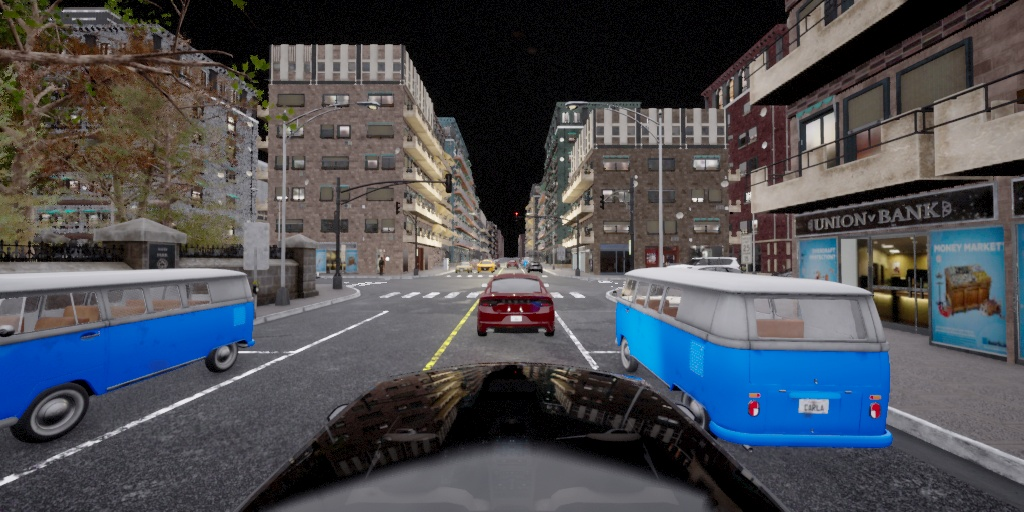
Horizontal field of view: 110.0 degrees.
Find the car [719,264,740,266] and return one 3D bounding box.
[{"bbox_3d":[13.533,1.333,22.755,4.313,1.339,1.948,0,0,1],"label":"car"}]

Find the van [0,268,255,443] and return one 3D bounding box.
[{"bbox_3d":[-5.656,1.092,5.021,1.690,1.789,3.998,0,0,0],"label":"van"}]

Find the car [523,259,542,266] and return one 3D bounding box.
[{"bbox_3d":[2.690,1.331,42.967,1.948,1.339,4.313,0,0,0],"label":"car"}]

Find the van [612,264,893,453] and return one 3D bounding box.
[{"bbox_3d":[2.658,1.092,5.020,1.690,1.789,3.998,0,0,0],"label":"van"}]

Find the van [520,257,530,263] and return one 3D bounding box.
[{"bbox_3d":[2.689,1.114,59.894,1.690,1.789,3.998,0,0,0],"label":"van"}]

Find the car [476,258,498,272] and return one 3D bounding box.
[{"bbox_3d":[-3.103,1.244,43.658,1.882,1.535,5.008,0,0,0],"label":"car"}]

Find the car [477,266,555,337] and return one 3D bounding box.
[{"bbox_3d":[0.098,1.231,10.381,1.882,1.535,5.008,0,0,0],"label":"car"}]

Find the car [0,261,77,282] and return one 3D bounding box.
[{"bbox_3d":[-35.359,1.094,25.944,5.357,1.411,2.033,0,-1,1],"label":"car"}]

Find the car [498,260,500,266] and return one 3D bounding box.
[{"bbox_3d":[-3.098,1.318,53.619,2.033,1.411,5.357,0,0,0],"label":"car"}]

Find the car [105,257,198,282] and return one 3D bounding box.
[{"bbox_3d":[-25.832,0.950,25.827,4.553,1.767,2.097,0,-1,1],"label":"car"}]

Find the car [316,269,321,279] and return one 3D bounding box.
[{"bbox_3d":[-16.360,1.142,25.711,4.902,1.511,2.128,0,-1,1],"label":"car"}]

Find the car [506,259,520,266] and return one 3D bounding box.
[{"bbox_3d":[0.098,1.300,62.005,1.812,1.442,4.674,0,0,0],"label":"car"}]

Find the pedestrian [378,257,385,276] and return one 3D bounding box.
[{"bbox_3d":[-12.540,0.969,34.408,0.375,1.860,0.375,0,-1,1],"label":"pedestrian"}]

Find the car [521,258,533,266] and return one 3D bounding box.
[{"bbox_3d":[2.690,1.319,48.609,2.007,1.370,4.403,0,0,0],"label":"car"}]

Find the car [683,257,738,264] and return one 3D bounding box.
[{"bbox_3d":[15.100,1.102,28.526,5.566,2.045,2.150,0,-1,2],"label":"car"}]

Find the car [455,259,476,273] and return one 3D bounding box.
[{"bbox_3d":[-5.691,1.291,42.796,1.751,1.417,4.829,0,0,0],"label":"car"}]
